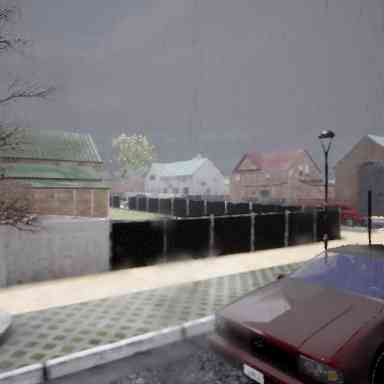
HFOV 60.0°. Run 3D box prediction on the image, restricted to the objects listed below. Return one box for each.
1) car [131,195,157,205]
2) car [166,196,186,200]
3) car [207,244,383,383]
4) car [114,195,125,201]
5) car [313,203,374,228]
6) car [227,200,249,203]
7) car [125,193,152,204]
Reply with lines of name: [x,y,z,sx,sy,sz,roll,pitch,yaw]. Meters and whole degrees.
car: [-7.706,1.185,53.064,2.033,1.411,5.357,0,0,-35]
car: [-1.668,1.289,38.986,1.837,1.490,4.892,0,0,-34]
car: [2.808,1.573,5.139,5.357,1.411,2.033,0,0,-36]
car: [-13.617,1.125,61.733,1.895,1.301,4.718,0,0,-34]
car: [9.621,1.515,22.301,1.812,1.442,4.674,0,0,-32]
car: [4.191,1.439,30.380,2.033,1.411,5.357,0,0,-34]
car: [-7.308,1.031,47.331,2.097,1.767,4.553,0,0,-34]
